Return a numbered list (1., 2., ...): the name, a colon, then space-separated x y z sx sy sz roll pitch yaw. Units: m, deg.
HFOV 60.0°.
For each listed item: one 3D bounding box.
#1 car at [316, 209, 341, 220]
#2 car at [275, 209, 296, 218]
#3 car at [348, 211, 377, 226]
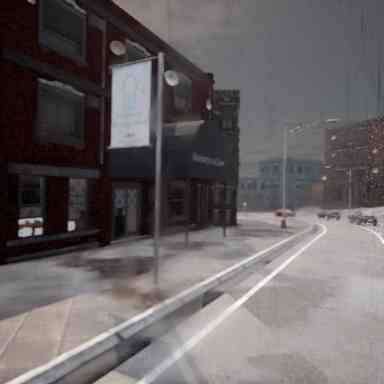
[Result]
1. car: 19.928 3.335 48.805 1.837 1.490 4.892 1 -2 -4
2. car: 15.593 3.539 55.531 1.882 1.535 5.008 2 -3 -8
3. car: 18.842 2.861 36.645 1.812 1.442 4.674 1 -2 10
